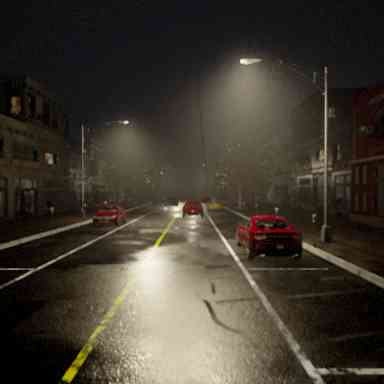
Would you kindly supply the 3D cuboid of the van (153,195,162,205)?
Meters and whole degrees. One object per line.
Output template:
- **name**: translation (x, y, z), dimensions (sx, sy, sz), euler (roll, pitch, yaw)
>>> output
- **van**: translation (-5.691, 1.325, 56.727), dimensions (1.690, 1.788, 3.998), euler (-1, 0, 0)

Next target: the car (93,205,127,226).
- **car**: translation (-5.691, 1.576, 23.463), dimensions (1.802, 1.307, 4.206), euler (-1, 0, 0)

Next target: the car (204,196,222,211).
- **car**: translation (2.690, 1.514, 40.265), dimensions (1.752, 1.417, 4.829), euler (-1, 0, 0)

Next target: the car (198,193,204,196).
- **car**: translation (2.692, 1.287, 89.991), dimensions (2.192, 1.841, 5.009), euler (-1, 0, 0)

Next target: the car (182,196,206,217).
- **car**: translation (0.090, 1.469, 30.773), dimensions (1.882, 1.535, 5.008), euler (0, 0, 0)

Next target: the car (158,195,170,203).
- **car**: translation (-5.689, 1.420, 67.816), dimensions (1.967, 1.590, 4.097), euler (0, 0, 0)

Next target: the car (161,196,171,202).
- **car**: translation (-5.688, 1.560, 73.360), dimensions (1.802, 1.307, 4.206), euler (0, 0, 0)

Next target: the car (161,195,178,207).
- **car**: translation (-3.063, 1.463, 49.988), dimensions (1.882, 1.535, 5.008), euler (0, 0, 0)

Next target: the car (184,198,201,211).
- **car**: translation (0.085, 1.552, 42.206), dimensions (1.994, 1.385, 4.181), euler (0, 0, 0)

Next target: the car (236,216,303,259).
- **car**: translation (2.687, 1.542, 12.375), dimensions (1.887, 1.381, 4.507), euler (-1, 0, 0)

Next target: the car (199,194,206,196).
- **car**: translation (2.692, 1.526, 62.271), dimensions (1.887, 1.381, 4.507), euler (-1, 0, 0)
